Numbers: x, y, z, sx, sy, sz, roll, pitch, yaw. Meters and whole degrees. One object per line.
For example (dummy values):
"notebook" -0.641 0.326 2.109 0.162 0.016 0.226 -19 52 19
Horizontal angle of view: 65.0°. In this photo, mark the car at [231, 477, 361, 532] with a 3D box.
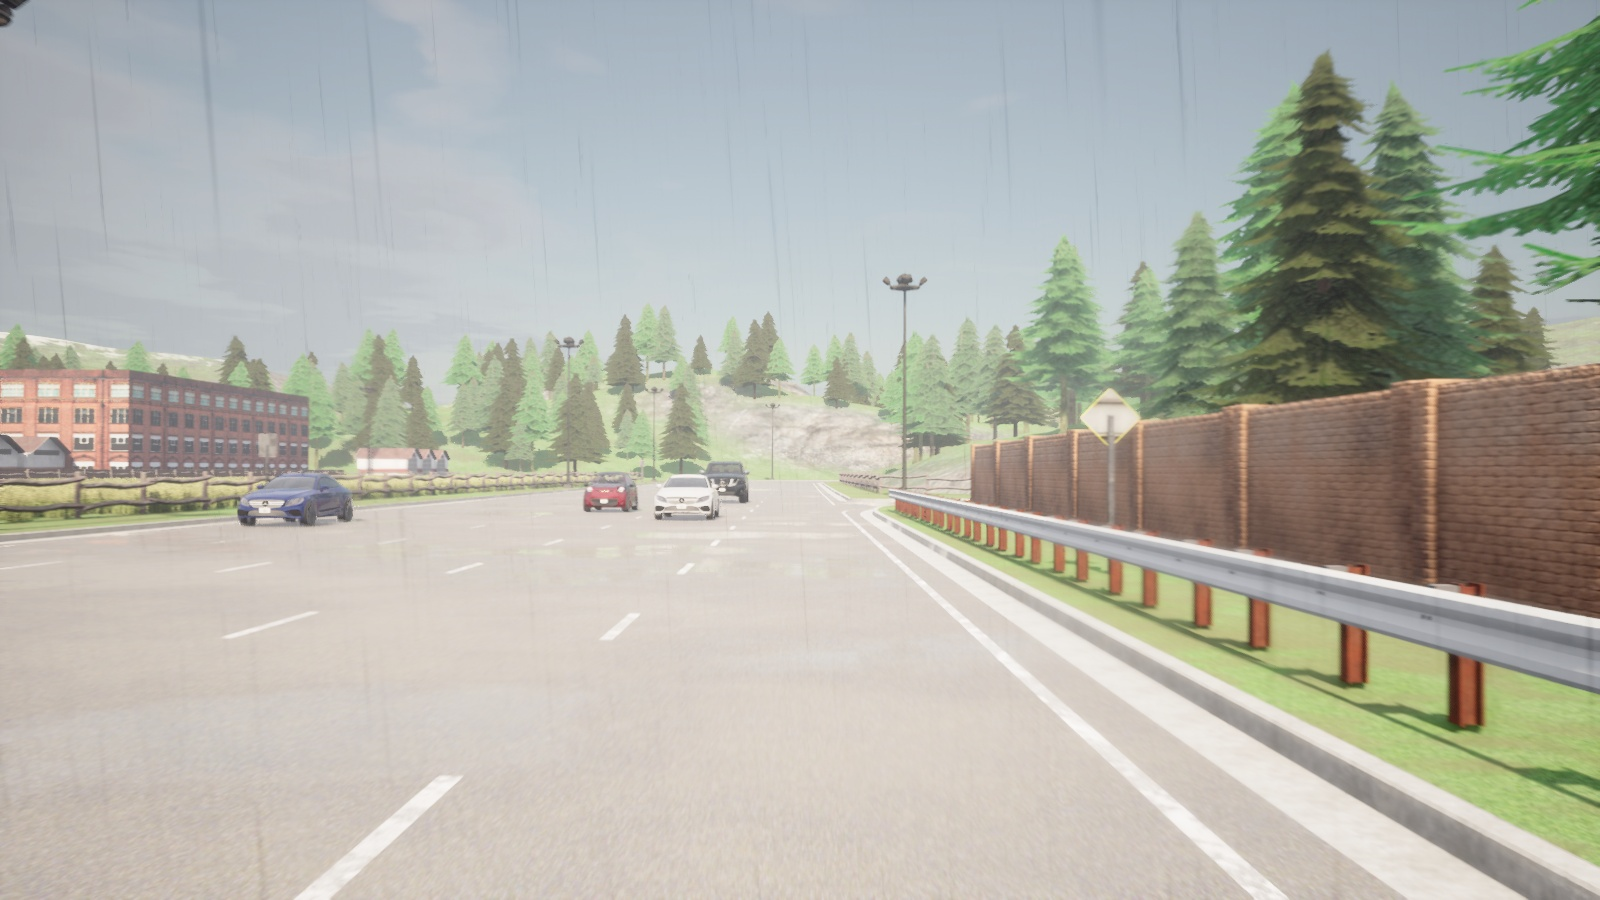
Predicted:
"car" -14.086 1.488 35.402 1.812 1.442 4.674 0 -1 0

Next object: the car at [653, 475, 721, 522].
"car" -3.599 1.535 40.681 1.812 1.442 4.674 0 -1 0

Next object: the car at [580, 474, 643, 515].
"car" -7.115 1.653 47.594 1.845 1.501 3.633 0 -1 0

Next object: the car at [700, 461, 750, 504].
"car" -3.652 1.585 62.040 2.150 2.045 5.566 0 -1 0
